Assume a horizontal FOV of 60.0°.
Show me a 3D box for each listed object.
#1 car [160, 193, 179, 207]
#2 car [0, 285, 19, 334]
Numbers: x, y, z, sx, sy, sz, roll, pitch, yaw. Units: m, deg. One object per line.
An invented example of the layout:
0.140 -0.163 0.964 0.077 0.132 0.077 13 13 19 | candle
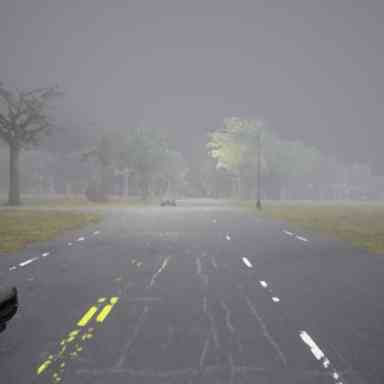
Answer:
-3.480 1.225 49.932 2.150 2.045 5.566 0 0 0 | car
-3.499 1.600 2.701 1.895 1.301 4.718 0 0 0 | car
